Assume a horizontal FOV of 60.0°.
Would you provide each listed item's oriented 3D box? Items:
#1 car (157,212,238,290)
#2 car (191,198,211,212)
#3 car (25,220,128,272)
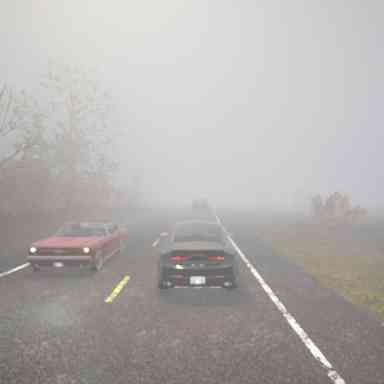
[{"bbox_3d":[0.149,1.544,9.204,1.837,1.490,4.892,0,0,1],"label":"car"},{"bbox_3d":[1.051,1.525,38.448,2.097,1.767,4.553,0,0,4],"label":"car"},{"bbox_3d":[-3.534,1.647,11.083,1.895,1.301,4.718,0,0,1],"label":"car"}]
